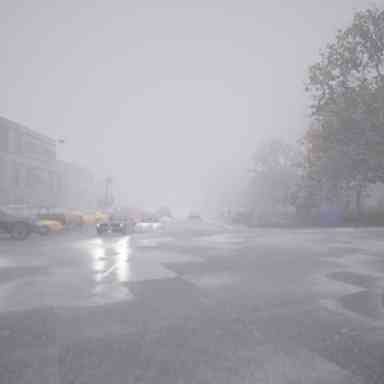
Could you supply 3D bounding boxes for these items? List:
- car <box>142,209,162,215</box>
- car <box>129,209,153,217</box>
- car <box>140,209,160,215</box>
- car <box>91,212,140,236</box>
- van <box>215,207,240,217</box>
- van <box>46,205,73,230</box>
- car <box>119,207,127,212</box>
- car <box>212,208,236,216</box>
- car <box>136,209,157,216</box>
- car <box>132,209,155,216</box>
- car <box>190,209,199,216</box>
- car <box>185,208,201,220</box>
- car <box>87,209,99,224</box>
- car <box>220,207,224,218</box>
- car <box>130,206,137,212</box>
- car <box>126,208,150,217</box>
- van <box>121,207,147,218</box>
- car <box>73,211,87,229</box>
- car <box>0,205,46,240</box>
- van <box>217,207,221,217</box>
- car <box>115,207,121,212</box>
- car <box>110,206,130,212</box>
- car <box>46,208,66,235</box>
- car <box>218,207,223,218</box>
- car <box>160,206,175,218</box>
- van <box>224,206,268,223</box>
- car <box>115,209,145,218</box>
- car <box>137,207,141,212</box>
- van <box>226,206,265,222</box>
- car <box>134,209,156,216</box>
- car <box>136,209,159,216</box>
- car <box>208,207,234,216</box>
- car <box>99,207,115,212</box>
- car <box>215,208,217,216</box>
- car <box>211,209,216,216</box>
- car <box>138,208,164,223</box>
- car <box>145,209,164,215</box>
[{"bbox_3d":[-10.795,5.335,88.717,4.892,1.521,2.231,0,-3,-20],"label":"car"},{"bbox_3d":[-10.946,4.430,71.136,4.892,1.521,2.231,0,-3,-19],"label":"car"},{"bbox_3d":[-10.815,5.223,85.786,4.674,1.452,2.002,0,-3,-20],"label":"car"},{"bbox_3d":[-5.031,2.205,22.555,1.895,1.301,4.718,0,-3,0],"label":"car"},{"bbox_3d":[6.931,3.906,65.155,4.442,1.987,1.878,2,-3,-19],"label":"van"},{"bbox_3d":[-11.234,1.941,24.315,4.442,1.987,1.878,0,-3,-20],"label":"van"},{"bbox_3d":[-11.186,2.984,41.838,4.892,1.521,2.231,0,-3,-19],"label":"car"},{"bbox_3d":[6.847,4.300,70.977,4.553,1.767,2.185,2,-3,-19],"label":"car"},{"bbox_3d":[-10.866,4.921,79.925,4.674,1.452,2.002,0,-3,-19],"label":"car"},{"bbox_3d":[-10.887,4.609,74.078,4.792,1.488,2.163,0,-3,-19],"label":"car"},{"bbox_3d":[0.529,4.780,77.114,2.128,1.511,4.902,0,-3,0],"label":"car"},{"bbox_3d":[0.389,3.419,49.610,2.033,1.411,5.357,0,-3,1],"label":"car"},{"bbox_3d":[-11.471,2.434,30.061,5.366,1.575,1.946,0,-3,-20],"label":"car"},{"bbox_3d":[6.648,3.155,44.510,4.674,1.452,2.002,2,-3,-19],"label":"car"},{"bbox_3d":[-11.172,3.010,47.698,5.566,2.045,2.435,0,-3,-19],"label":"car"},{"bbox_3d":[-10.998,4.154,68.207,4.553,1.767,2.185,0,-3,-19],"label":"car"},{"bbox_3d":[-10.911,3.756,62.402,4.442,1.987,1.878,0,-3,-20],"label":"van"},{"bbox_3d":[-11.346,2.331,27.178,4.792,1.488,2.163,0,-3,-20],"label":"car"},{"bbox_3d":[-11.353,1.646,18.416,5.566,2.045,2.435,0,-3,-20],"label":"car"},{"bbox_3d":[6.590,3.169,50.364,4.442,1.987,1.878,2,-3,-19],"label":"van"},{"bbox_3d":[-11.187,2.875,38.914,4.792,1.488,2.163,0,-3,-19],"label":"car"},{"bbox_3d":[-11.204,2.995,44.772,4.553,1.767,2.185,0,-3,-20],"label":"car"},{"bbox_3d":[-11.185,2.028,21.392,5.366,1.575,1.946,0,-3,-20],"label":"car"},{"bbox_3d":[6.671,3.297,47.452,4.674,1.452,2.002,2,-3,-19],"label":"car"},{"bbox_3d":[-4.678,3.499,57.954,2.150,2.045,5.566,0,-3,1],"label":"car"},{"bbox_3d":[6.486,2.610,38.601,4.442,1.987,1.878,2,-3,-19],"label":"van"},{"bbox_3d":[-11.035,3.835,59.417,5.008,1.535,2.097,0,-3,-19],"label":"car"},{"bbox_3d":[-11.064,3.419,53.572,4.553,1.767,2.185,0,-3,-20],"label":"car"},{"bbox_3d":[6.729,2.756,41.629,4.442,1.987,1.878,2,-3,-19],"label":"van"},{"bbox_3d":[-10.899,4.732,77.001,4.892,1.521,2.231,0,-3,-20],"label":"car"},{"bbox_3d":[-11.011,5.028,82.790,5.366,1.575,1.946,0,-3,-19],"label":"car"},{"bbox_3d":[6.928,4.629,79.801,5.566,2.045,2.435,2,-3,-19],"label":"car"},{"bbox_3d":[-11.420,2.705,35.915,5.366,1.575,1.946,0,-3,-19],"label":"car"},{"bbox_3d":[6.716,3.580,53.339,4.674,1.452,2.002,2,-3,-19],"label":"car"},{"bbox_3d":[6.789,3.979,62.159,4.892,1.521,2.231,2,-3,-19],"label":"car"},{"bbox_3d":[-4.886,2.974,39.931,1.994,1.385,4.181,0,-3,1],"label":"car"},{"bbox_3d":[-10.734,5.636,94.572,4.892,1.521,2.231,0,-3,-20],"label":"car"}]
